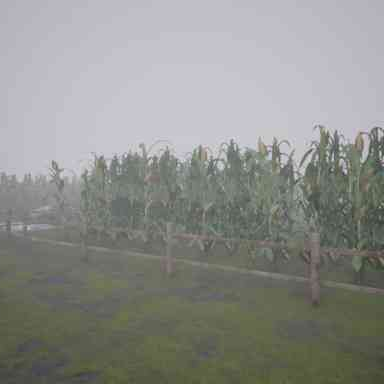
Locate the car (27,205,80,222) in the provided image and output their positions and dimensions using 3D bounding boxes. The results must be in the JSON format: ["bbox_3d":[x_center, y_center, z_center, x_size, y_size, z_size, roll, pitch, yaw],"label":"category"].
[{"bbox_3d":[-11.003,1.692,26.240,1.994,1.385,4.181,-1,-1,37],"label":"car"}]
